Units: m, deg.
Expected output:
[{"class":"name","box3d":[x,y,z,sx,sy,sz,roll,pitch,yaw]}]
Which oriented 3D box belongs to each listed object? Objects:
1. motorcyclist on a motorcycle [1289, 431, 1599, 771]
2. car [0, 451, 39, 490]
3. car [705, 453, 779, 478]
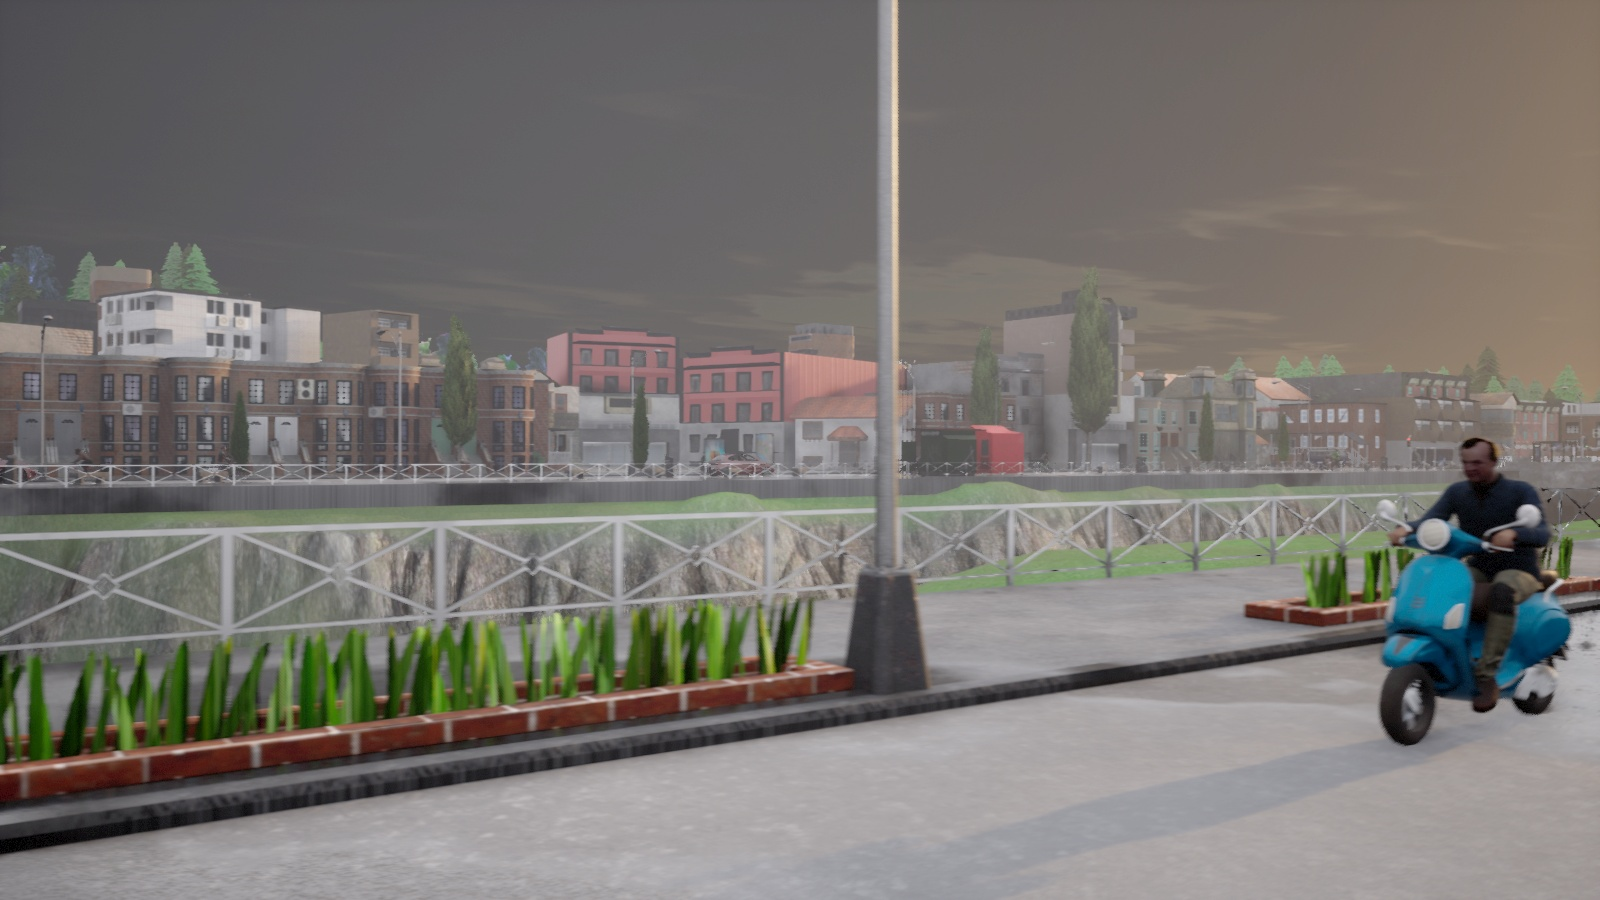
[{"class":"motorcyclist on a motorcycle","box3d":[3.561,0.707,6.747,1.817,1.590,0.866,0,0,-35]},{"class":"car","box3d":[-35.901,0.884,54.437,4.856,1.649,2.033,0,0,-35]},{"class":"car","box3d":[-3.543,0.955,76.973,4.193,1.474,1.816,0,0,-35]}]
